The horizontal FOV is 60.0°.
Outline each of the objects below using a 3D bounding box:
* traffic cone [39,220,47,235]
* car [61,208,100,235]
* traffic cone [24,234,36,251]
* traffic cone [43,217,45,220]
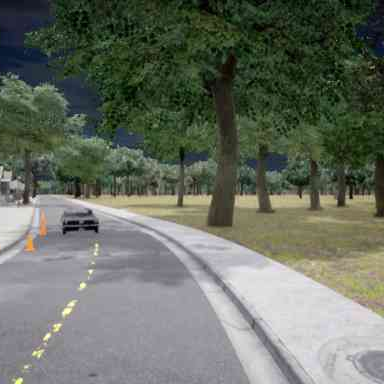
[{"bbox_3d":[-7.759,1.921,17.329,0.340,0.580,0.340,0,0,-21],"label":"traffic cone"},{"bbox_3d":[-6.354,1.568,18.739,1.895,1.301,4.718,0,0,-22],"label":"car"},{"bbox_3d":[-6.242,1.931,12.813,0.340,0.580,0.340,0,0,-16],"label":"traffic cone"},{"bbox_3d":[-9.703,1.911,21.778,0.340,0.580,0.340,0,0,-25],"label":"traffic cone"}]
